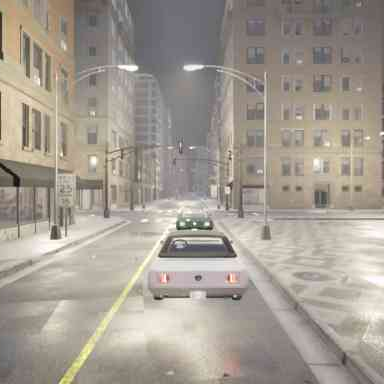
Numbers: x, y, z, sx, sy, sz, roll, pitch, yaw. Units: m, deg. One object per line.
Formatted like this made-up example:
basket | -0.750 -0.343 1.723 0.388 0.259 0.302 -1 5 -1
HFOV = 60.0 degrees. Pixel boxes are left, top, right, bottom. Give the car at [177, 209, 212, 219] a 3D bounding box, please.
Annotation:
car | 0.134 1.599 18.551 1.895 1.301 4.718 0 0 0

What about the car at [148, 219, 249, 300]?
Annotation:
car | 0.116 1.600 8.316 1.895 1.301 4.718 0 0 0
